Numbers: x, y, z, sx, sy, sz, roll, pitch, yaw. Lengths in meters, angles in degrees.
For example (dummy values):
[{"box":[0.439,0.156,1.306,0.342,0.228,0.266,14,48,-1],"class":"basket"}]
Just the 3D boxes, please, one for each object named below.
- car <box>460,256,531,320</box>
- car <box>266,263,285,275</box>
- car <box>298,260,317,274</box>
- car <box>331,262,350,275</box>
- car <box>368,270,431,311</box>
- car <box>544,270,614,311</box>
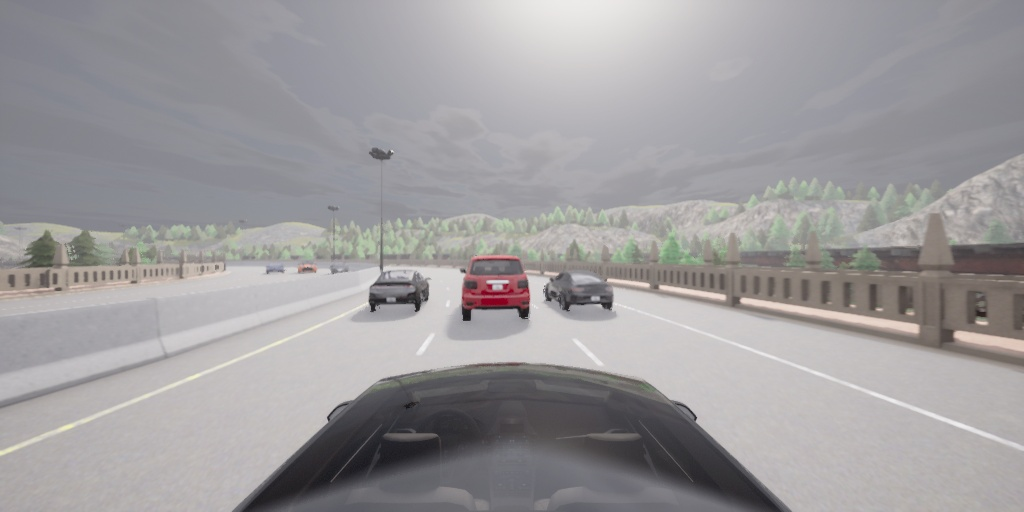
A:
[{"box":[-0.704,1.010,13.122,2.150,2.045,5.566,0,0,-6],"class":"car"},{"box":[-29.955,1.554,45.514,1.812,1.442,4.674,0,0,-31],"class":"car"},{"box":[-26.687,1.368,46.841,2.097,1.767,4.553,0,0,-30],"class":"car"},{"box":[-20.724,1.468,43.161,2.128,1.511,4.902,0,0,-27],"class":"car"},{"box":[-4.489,1.303,14.762,2.128,1.511,4.902,0,0,-8],"class":"car"},{"box":[2.593,1.304,14.573,1.812,1.442,4.674,0,0,-7],"class":"car"}]
